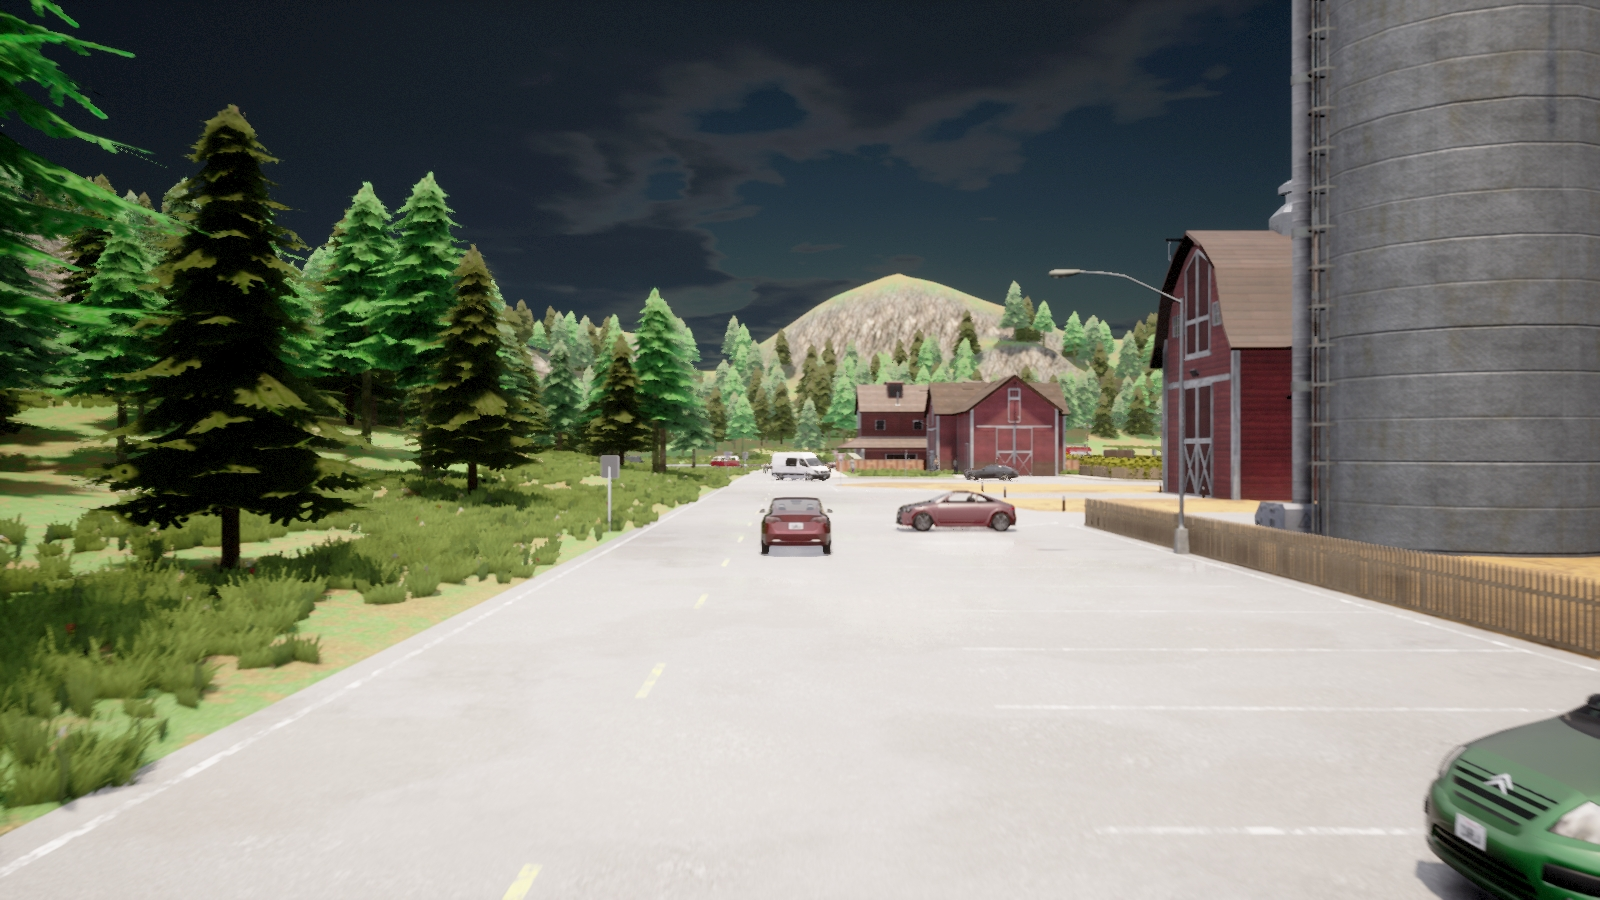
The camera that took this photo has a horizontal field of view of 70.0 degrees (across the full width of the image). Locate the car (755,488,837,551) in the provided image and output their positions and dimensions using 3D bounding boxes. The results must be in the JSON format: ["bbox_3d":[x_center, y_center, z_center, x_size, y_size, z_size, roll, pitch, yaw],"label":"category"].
[{"bbox_3d":[-0.112,1.923,32.655,2.163,1.488,4.792,0,0,0],"label":"car"}]
